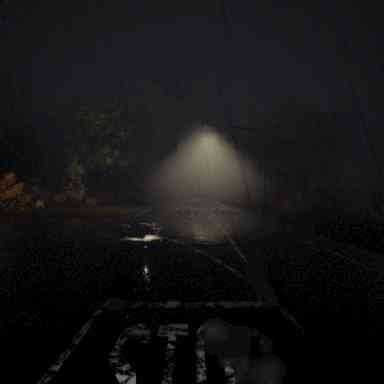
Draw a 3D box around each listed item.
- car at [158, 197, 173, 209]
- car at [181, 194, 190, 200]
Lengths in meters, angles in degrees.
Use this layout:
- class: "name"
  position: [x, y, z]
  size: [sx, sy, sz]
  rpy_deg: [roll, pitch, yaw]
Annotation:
- class: "car"
  position: [-3.641, 1.545, 46.393]
  size: [1.837, 1.490, 4.892]
  rpy_deg: [0, 0, 0]
- class: "car"
  position: [-1.876, 1.420, 95.566]
  size: [2.097, 1.767, 4.553]
  rpy_deg: [0, 0, 5]
